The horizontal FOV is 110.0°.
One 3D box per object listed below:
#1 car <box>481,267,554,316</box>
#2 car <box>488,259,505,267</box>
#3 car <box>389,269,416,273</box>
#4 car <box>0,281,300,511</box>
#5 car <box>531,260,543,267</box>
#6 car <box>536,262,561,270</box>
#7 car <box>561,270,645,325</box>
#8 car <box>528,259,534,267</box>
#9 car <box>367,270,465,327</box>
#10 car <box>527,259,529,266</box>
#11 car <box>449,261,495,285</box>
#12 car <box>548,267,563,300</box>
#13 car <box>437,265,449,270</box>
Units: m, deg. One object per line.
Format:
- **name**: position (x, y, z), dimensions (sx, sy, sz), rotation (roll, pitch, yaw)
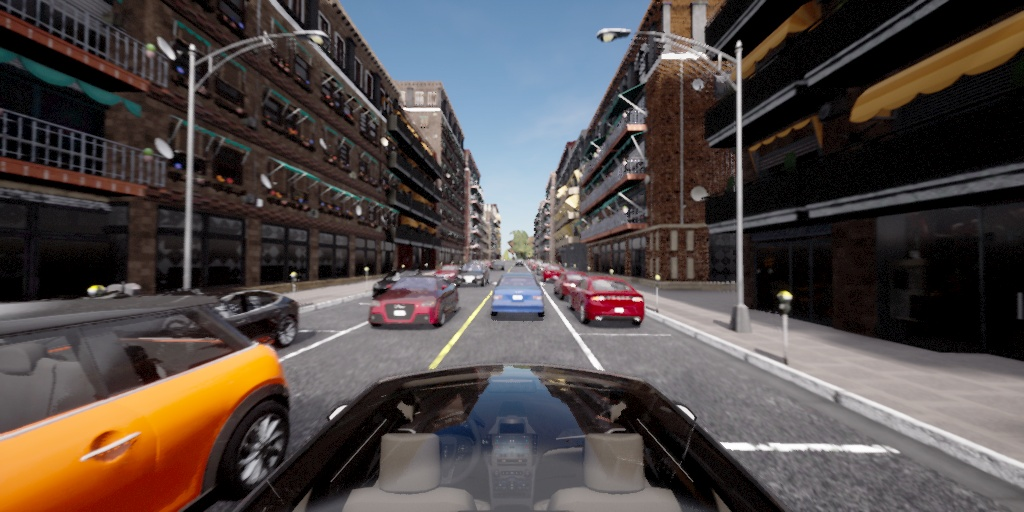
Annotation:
- **car**: position (0.225, 1.332, 13.537), dimensions (2.033, 1.411, 5.357), rotation (0, 0, 1)
- **car**: position (-1.965, 1.394, 51.233), dimensions (1.882, 1.535, 5.008), rotation (0, 0, 1)
- **car**: position (-5.380, 1.325, 17.856), dimensions (1.948, 1.339, 4.313), rotation (0, 0, 1)
- **car**: position (-3.176, 1.082, 1.441), dimensions (2.097, 1.767, 4.553), rotation (0, 0, 3)
- **car**: position (3.487, 1.429, 40.273), dimensions (2.007, 1.370, 4.403), rotation (0, 0, 1)
- **car**: position (3.244, 1.391, 28.952), dimensions (1.888, 1.381, 4.507), rotation (0, 0, 1)
- **car**: position (2.952, 1.343, 11.972), dimensions (1.888, 1.381, 4.507), rotation (0, 0, 1)
- **car**: position (3.731, 1.352, 51.593), dimensions (1.967, 1.591, 4.097), rotation (0, 0, 1)
- **car**: position (-2.918, 1.322, 11.453), dimensions (1.994, 1.385, 4.181), rotation (0, 0, 1)
- **car**: position (3.853, 1.480, 57.253), dimensions (2.007, 1.370, 4.403), rotation (0, 0, 1)
- **car**: position (-2.614, 1.289, 24.827), dimensions (2.128, 1.511, 4.902), rotation (0, 0, 2)
- **car**: position (3.003, 1.396, 17.633), dimensions (1.802, 1.307, 4.207), rotation (0, 0, 1)
- **car**: position (-5.134, 1.374, 29.173), dimensions (1.802, 1.307, 4.207), rotation (0, 0, 1)
